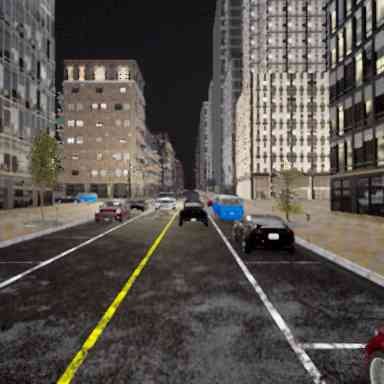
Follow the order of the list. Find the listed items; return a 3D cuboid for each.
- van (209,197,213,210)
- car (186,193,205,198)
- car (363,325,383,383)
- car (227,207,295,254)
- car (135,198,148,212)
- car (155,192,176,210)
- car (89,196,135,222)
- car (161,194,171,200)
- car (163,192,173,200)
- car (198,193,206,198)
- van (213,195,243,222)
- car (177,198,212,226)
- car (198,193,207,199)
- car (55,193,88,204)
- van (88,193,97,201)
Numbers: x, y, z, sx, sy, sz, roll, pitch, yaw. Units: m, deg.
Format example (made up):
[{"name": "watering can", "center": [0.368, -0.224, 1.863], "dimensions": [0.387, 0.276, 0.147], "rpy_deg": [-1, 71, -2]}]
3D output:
[{"name": "van", "center": [2.695, 1.158, 29.782], "dimensions": [1.690, 1.788, 3.998], "rpy_deg": [1, 0, 0]}, {"name": "car", "center": [0.091, 1.103, 39.640], "dimensions": [2.097, 1.767, 4.553], "rpy_deg": [0, 0, 0]}, {"name": "car", "center": [2.699, 1.570, 1.899], "dimensions": [1.802, 1.307, 4.206], "rpy_deg": [1, 0, 0]}, {"name": "car", "center": [2.696, 1.488, 13.052], "dimensions": [1.947, 1.339, 4.313], "rpy_deg": [1, 0, 0]}, {"name": "car", "center": [-5.690, 1.345, 35.363], "dimensions": [1.947, 1.339, 4.313], "rpy_deg": [1, 0, 0]}, {"name": "car", "center": [-3.010, 1.033, 38.669], "dimensions": [2.150, 2.045, 5.566], "rpy_deg": [0, 0, 0]}, {"name": "car", "center": [-5.685, 1.292, 24.214], "dimensions": [1.967, 1.590, 4.097], "rpy_deg": [1, 0, 0]}, {"name": "car", "center": [-5.700, 1.099, 73.378], "dimensions": [1.802, 1.307, 4.206], "rpy_deg": [1, 0, 0]}, {"name": "car", "center": [-5.699, 0.914, 79.029], "dimensions": [1.967, 1.590, 4.097], "rpy_deg": [1, 0, 0]}, {"name": "car", "center": [2.677, 0.932, 90.333], "dimensions": [1.887, 1.381, 4.507], "rpy_deg": [1, 0, 0]}, {"name": "van", "center": [2.697, 1.194, 24.205], "dimensions": [1.690, 1.788, 3.998], "rpy_deg": [1, 0, 0]}, {"name": "car", "center": [0.094, 1.371, 22.188], "dimensions": [1.837, 1.490, 4.892], "rpy_deg": [0, 1, 0]}, {"name": "car", "center": [2.678, 0.981, 84.682], "dimensions": [2.008, 1.369, 4.403], "rpy_deg": [1, 0, 0]}, {"name": "car", "center": [-19.858, 1.275, 53.863], "dimensions": [4.403, 1.369, 2.008], "rpy_deg": [0, 0, 1]}, {"name": "van", "center": [-19.752, 1.125, 62.244], "dimensions": [3.998, 1.788, 1.690], "rpy_deg": [0, 0, 1]}]
